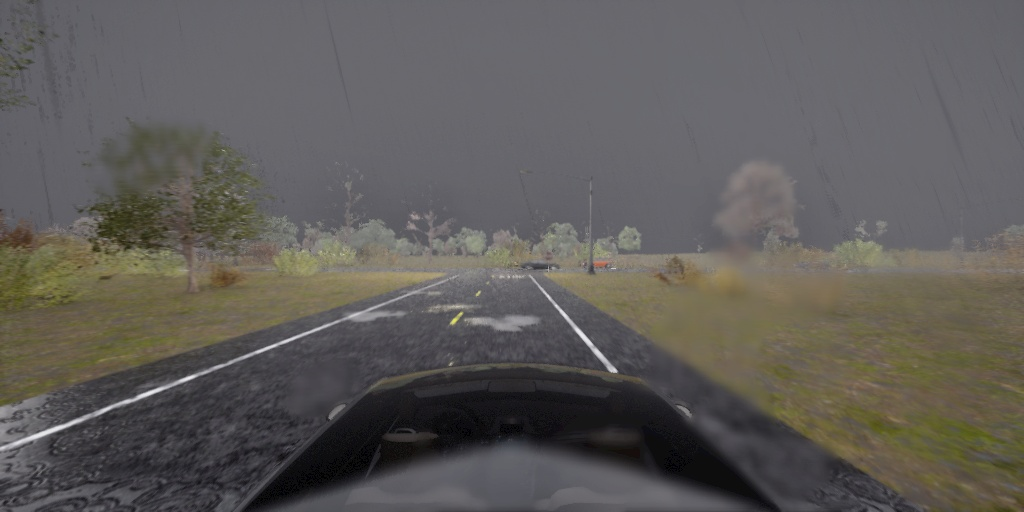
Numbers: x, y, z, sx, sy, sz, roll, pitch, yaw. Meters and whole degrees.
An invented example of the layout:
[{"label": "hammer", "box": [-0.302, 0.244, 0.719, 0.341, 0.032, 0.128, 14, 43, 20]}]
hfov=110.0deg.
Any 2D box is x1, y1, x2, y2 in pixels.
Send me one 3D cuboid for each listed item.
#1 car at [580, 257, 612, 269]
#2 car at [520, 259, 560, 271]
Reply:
[{"label": "car", "box": [12.364, 0.992, 52.932, 4.553, 1.767, 2.097, 0, 0, -2]}, {"label": "car", "box": [3.580, 1.134, 45.677, 5.008, 1.535, 1.882, 0, 0, -1]}]
